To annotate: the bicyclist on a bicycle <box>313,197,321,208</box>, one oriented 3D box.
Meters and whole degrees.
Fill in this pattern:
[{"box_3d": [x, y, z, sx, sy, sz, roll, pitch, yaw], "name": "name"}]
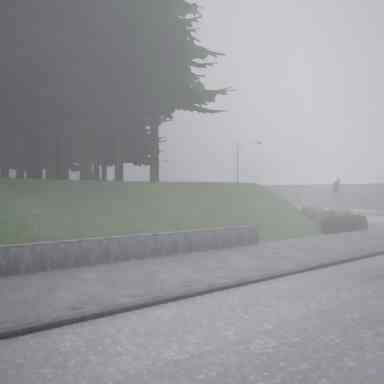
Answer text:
[{"box_3d": [14.856, 1.364, 39.610, 1.656, 1.620, 0.582, 0, 0, -35], "name": "bicyclist on a bicycle"}]
